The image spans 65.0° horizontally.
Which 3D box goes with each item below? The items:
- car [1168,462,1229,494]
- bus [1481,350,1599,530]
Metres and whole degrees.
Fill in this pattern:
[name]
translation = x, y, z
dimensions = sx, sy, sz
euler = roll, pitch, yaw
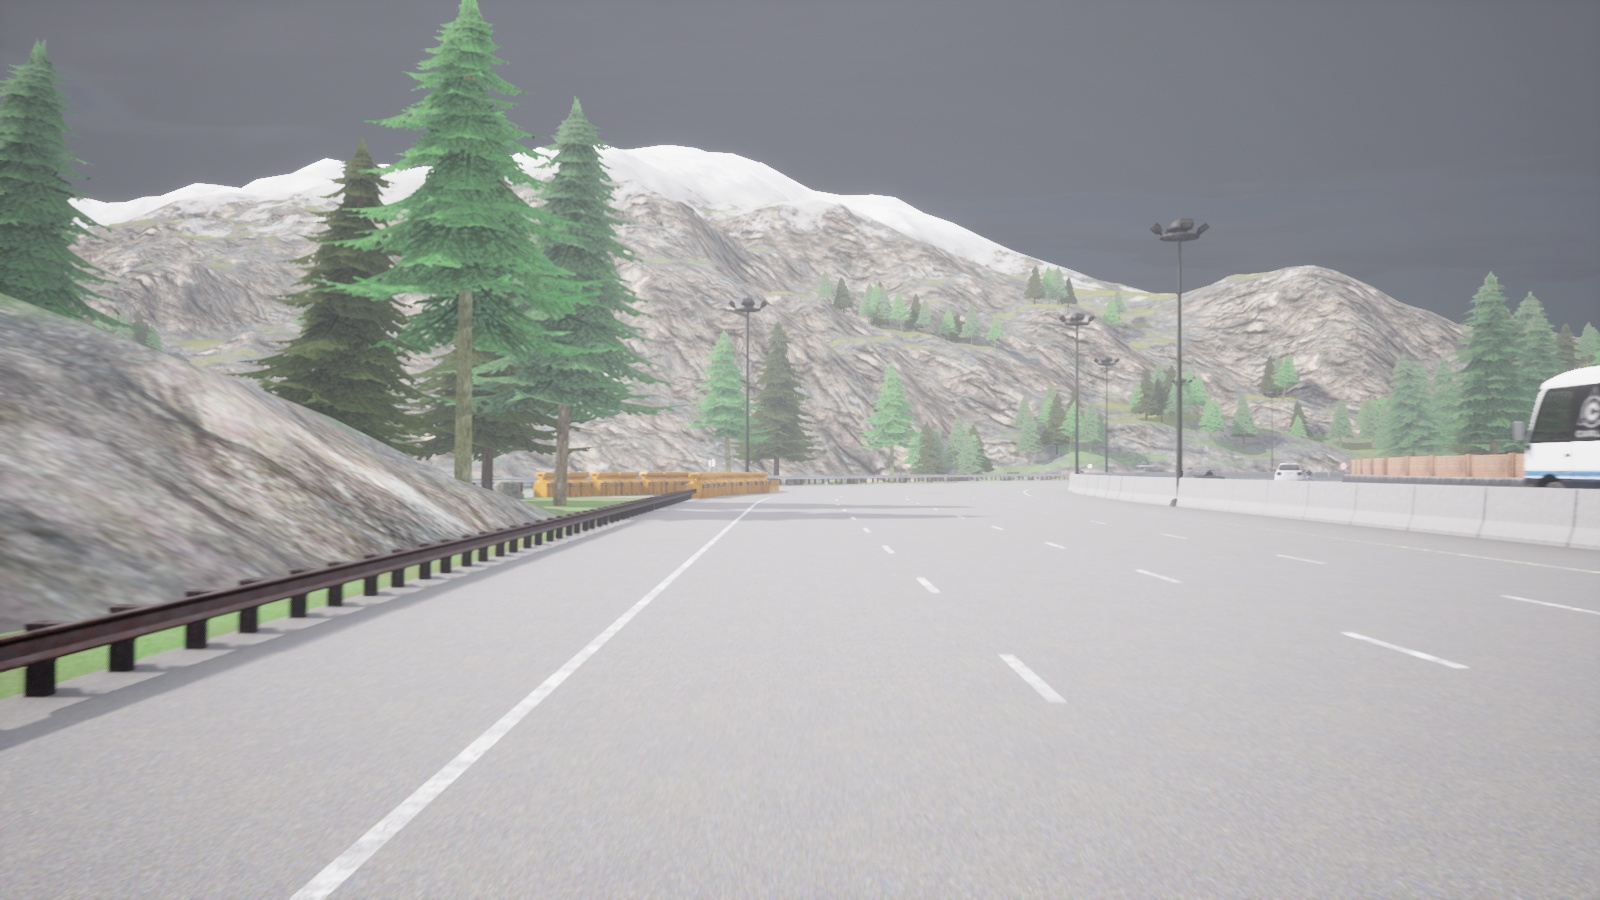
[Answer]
[car]
translation = 21.549, 1.513, 68.122
dimensions = 2.242, 1.667, 4.611
euler = 0, -1, 6
[bus]
translation = 20.924, -0.238, 29.731
dimensions = 3.944, 4.253, 10.273
euler = 0, -1, 0
